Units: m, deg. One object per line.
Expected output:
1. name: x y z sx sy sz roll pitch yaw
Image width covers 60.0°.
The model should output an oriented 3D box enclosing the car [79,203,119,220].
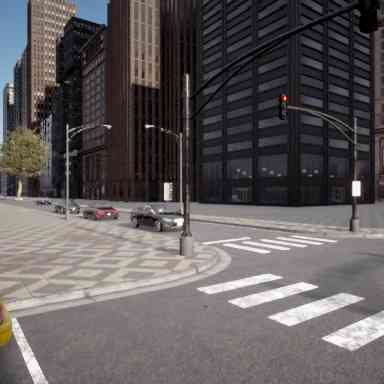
1. car: -7.868 1.630 28.539 1.994 1.385 4.181 0 0 -35

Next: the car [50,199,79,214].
1. car: -13.893 1.596 36.911 1.837 1.490 4.892 0 0 -36

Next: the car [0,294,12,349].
1. car: -4.600 1.525 3.368 4.829 1.417 1.752 0 0 -36

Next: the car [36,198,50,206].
1. car: -27.036 1.766 60.596 1.895 1.301 4.718 0 0 -36

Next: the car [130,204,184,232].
1. car: -2.113 1.534 20.542 2.128 1.511 4.902 0 0 -36
